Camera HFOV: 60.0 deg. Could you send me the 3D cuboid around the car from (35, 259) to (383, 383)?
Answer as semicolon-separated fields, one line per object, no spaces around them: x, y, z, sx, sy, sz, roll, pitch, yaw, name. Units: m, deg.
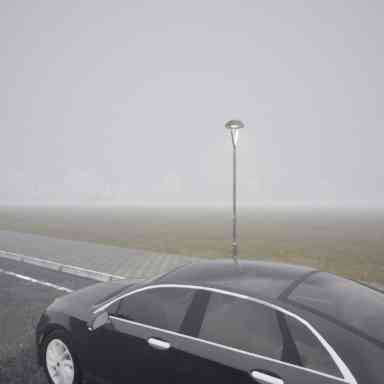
0.263;1.506;3.522;4.892;1.490;1.837;0;0;36;car
